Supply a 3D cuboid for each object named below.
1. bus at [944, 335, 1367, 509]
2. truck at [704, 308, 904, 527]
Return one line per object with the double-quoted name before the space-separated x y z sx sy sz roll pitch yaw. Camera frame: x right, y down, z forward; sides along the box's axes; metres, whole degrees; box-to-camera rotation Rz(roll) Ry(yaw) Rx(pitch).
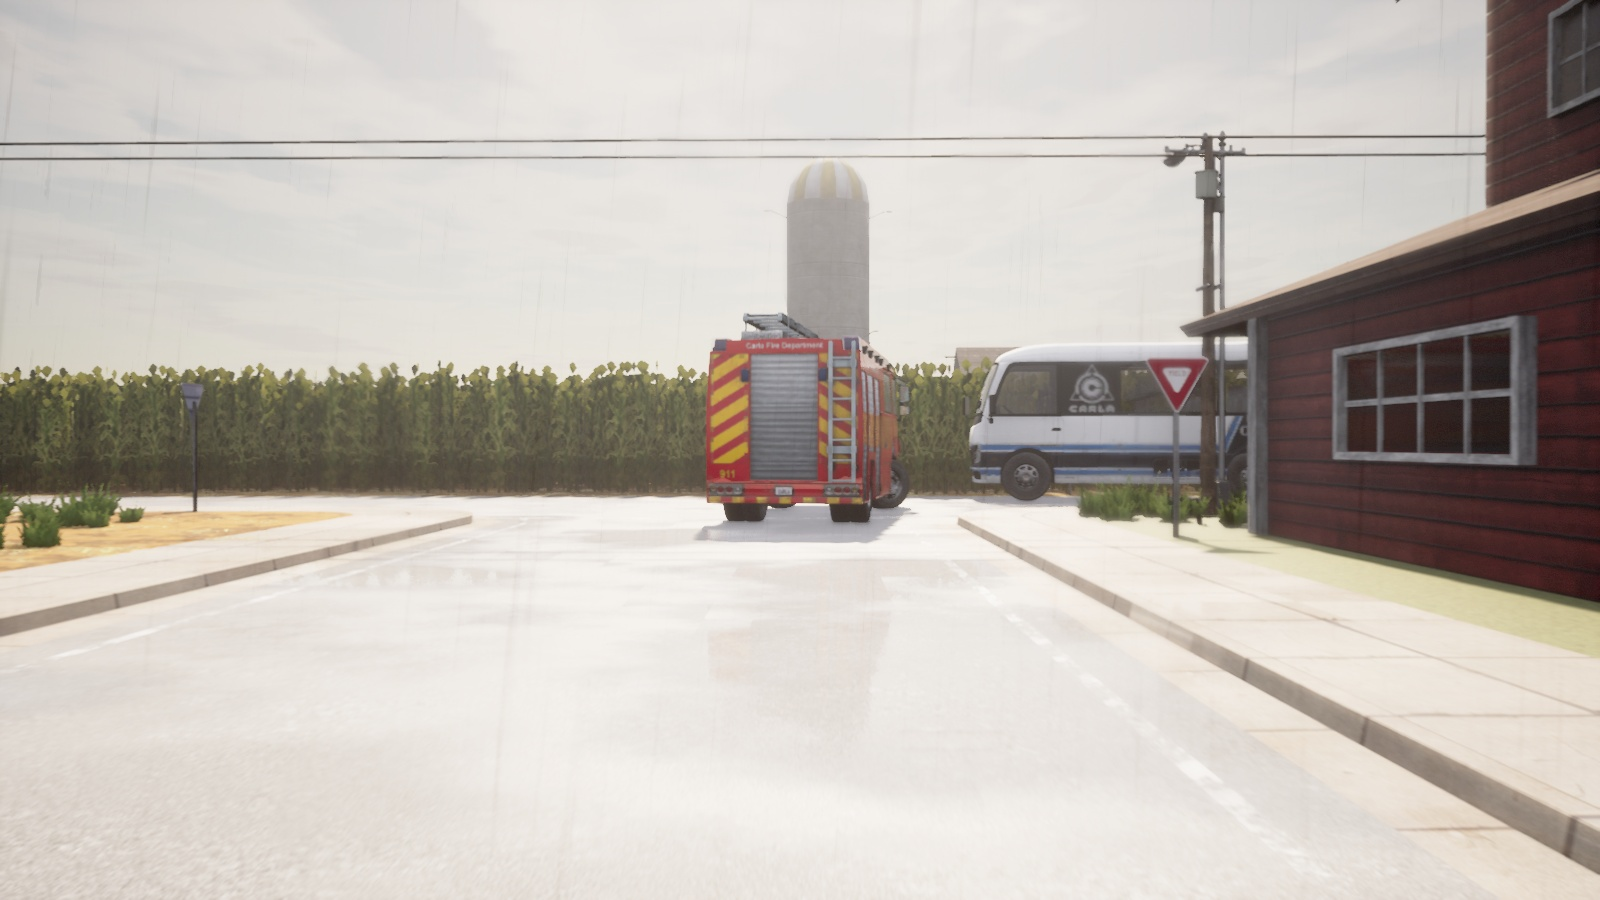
"bus" 9.060 -0.712 33.441 10.273 4.253 3.944 0 0 8
"truck" 0.396 -0.562 26.383 2.891 3.827 8.468 0 0 9
